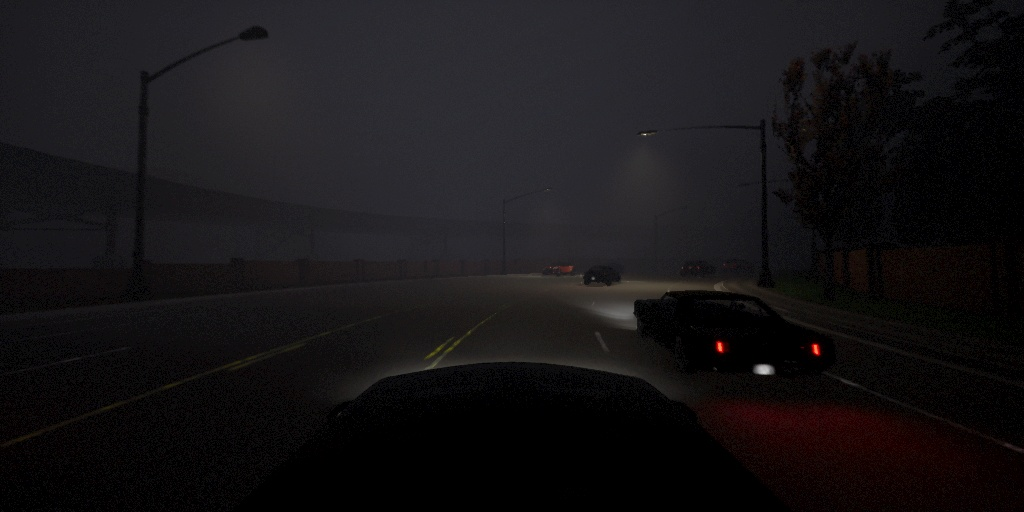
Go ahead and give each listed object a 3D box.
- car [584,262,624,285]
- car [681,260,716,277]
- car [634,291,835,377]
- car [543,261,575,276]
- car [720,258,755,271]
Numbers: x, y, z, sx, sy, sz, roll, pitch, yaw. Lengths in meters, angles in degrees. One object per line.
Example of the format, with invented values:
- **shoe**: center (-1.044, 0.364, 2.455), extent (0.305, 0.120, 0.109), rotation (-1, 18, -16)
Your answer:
- **car**: center (7.041, 1.441, 27.878), extent (1.812, 1.442, 4.674), rotation (-2, -1, 30)
- **car**: center (19.790, 1.214, 37.989), extent (4.553, 1.767, 2.097), rotation (0, -1, -41)
- **car**: center (3.962, 1.391, 7.496), extent (1.895, 1.301, 4.718), rotation (0, 0, 6)
- **car**: center (5.778, 1.489, 44.061), extent (2.097, 1.767, 4.553), rotation (-1, -1, 43)
- **car**: center (32.010, 1.221, 50.569), extent (4.553, 1.767, 2.097), rotation (-1, -1, -26)
